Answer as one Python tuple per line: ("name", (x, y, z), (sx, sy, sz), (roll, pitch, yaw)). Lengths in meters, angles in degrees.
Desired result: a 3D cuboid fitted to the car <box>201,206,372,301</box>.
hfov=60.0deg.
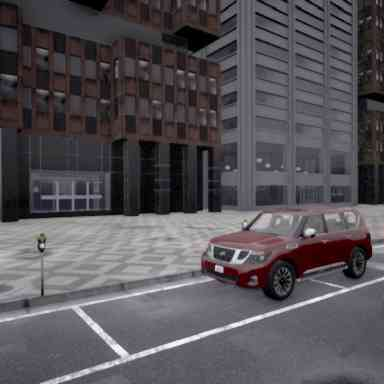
("car", (2.624, 1.312, 8.506), (5.009, 1.841, 2.192), (0, 0, -35))
